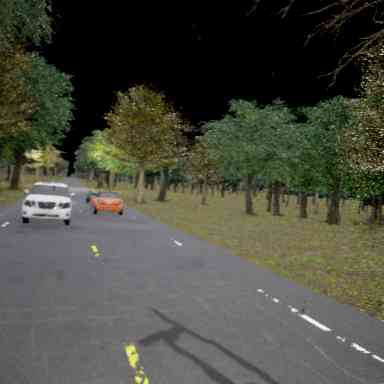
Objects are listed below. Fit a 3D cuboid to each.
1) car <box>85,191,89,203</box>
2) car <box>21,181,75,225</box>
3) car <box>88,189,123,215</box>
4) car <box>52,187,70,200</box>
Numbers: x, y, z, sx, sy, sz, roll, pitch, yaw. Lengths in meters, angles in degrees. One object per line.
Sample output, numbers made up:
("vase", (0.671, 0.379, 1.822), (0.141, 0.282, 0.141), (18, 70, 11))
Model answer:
("car", (-11.045, 0.472, 37.724), (2.128, 1.511, 4.902), (5, 0, -20))
("car", (-7.581, 0.502, 17.795), (2.150, 2.045, 5.566), (5, 0, -20))
("car", (-6.640, 0.715, 25.827), (2.097, 1.767, 4.553), (5, 0, -20))
("car", (-16.276, 0.122, 41.617), (1.895, 1.301, 4.718), (5, 0, -20))
